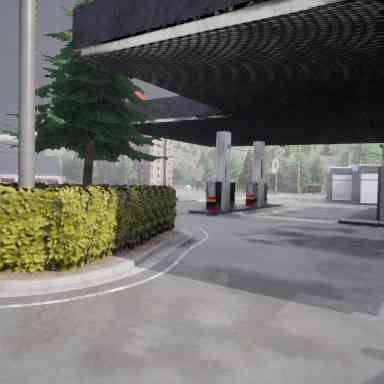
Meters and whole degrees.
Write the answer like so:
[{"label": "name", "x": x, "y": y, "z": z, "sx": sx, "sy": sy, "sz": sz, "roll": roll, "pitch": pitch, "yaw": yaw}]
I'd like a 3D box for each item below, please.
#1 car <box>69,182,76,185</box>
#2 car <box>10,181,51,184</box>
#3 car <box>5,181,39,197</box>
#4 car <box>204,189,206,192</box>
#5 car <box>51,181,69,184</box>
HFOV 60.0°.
[{"label": "car", "x": -25.395, "y": -1.278, "z": 68.053, "sx": 4.605, "sy": 1.855, "sz": 1.932, "roll": 2, "pitch": 2, "yaw": 35}, {"label": "car", "x": -17.196, "y": -0.173, "z": 35.193, "sx": 3.866, "sy": 1.878, "sz": 1.905, "roll": 2, "pitch": 2, "yaw": 35}, {"label": "car", "x": -21.727, "y": -0.457, "z": 42.412, "sx": 4.605, "sy": 1.855, "sz": 1.932, "roll": 2, "pitch": 2, "yaw": 35}, {"label": "car", "x": 4.930, "y": -0.335, "z": 65.577, "sx": 5.027, "sy": 1.636, "sz": 2.152, "roll": 2, "pitch": 2, "yaw": 35}, {"label": "car", "x": -26.734, "y": -1.251, "z": 65.441, "sx": 3.866, "sy": 1.878, "sz": 1.905, "roll": 2, "pitch": 2, "yaw": 35}]
